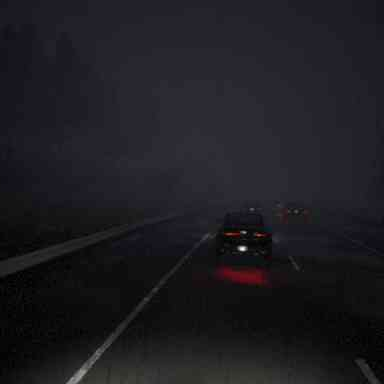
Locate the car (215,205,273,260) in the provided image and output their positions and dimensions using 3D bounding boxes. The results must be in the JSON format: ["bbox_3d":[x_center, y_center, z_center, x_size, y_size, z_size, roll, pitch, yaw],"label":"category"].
[{"bbox_3d":[1.973,1.481,12.580,1.837,1.490,4.892,1,0,10],"label":"car"}]

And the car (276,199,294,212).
[{"bbox_3d":[11.283,1.628,40.530,1.895,1.301,4.718,1,0,13],"label":"car"}]

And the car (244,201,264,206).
[{"bbox_3d":[5.622,1.507,30.894,2.033,1.411,5.357,1,0,12],"label":"car"}]

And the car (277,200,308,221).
[{"bbox_3d":[8.602,1.582,28.157,2.033,1.411,5.357,1,0,12],"label":"car"}]
